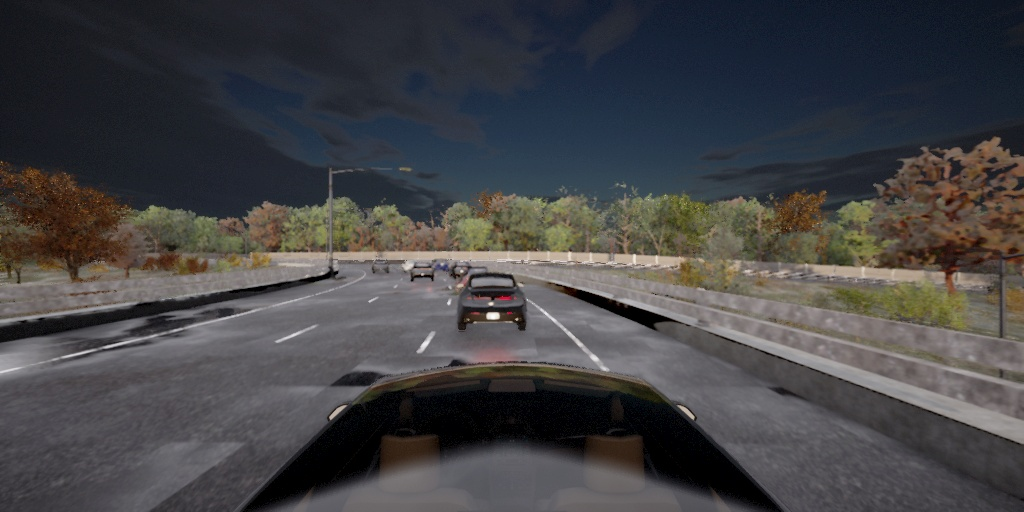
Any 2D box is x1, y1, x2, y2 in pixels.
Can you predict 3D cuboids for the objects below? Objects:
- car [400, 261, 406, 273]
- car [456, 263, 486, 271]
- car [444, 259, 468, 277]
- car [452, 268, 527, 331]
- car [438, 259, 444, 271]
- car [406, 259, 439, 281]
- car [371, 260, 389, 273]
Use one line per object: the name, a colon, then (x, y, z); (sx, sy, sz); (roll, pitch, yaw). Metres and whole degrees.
car: (-12.705, 1.306, 44.752); (1.812, 1.442, 4.674); (0, 0, -23)
car: (-2.141, 1.318, 21.710); (1.994, 1.385, 4.181); (0, 0, -11)
car: (-4.735, 1.253, 32.947); (2.128, 1.511, 4.902); (0, 0, -16)
car: (-0.652, 1.253, 11.092); (1.837, 1.490, 4.892); (0, -1, -5)
car: (-9.320, 1.124, 45.664); (2.097, 1.767, 4.553); (0, 0, -22)
car: (-7.582, 1.257, 30.262); (2.128, 1.511, 4.902); (0, 0, -15)
car: (-16.062, 1.280, 43.665); (2.128, 1.511, 4.902); (0, 0, -23)
